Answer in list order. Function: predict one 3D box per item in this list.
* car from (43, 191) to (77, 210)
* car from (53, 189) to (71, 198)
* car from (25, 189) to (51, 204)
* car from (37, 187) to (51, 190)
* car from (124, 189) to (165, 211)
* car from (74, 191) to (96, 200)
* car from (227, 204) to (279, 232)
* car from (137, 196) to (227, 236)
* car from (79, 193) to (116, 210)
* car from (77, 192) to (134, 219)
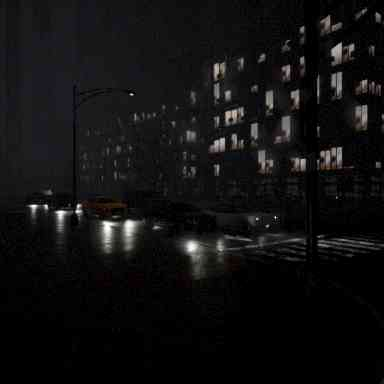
[{"bbox_3d":[-12.841,0.898,32.745,1.837,1.490,4.892,0,1,-38],"label":"car"},{"bbox_3d":[-25.553,0.244,65.148,1.882,1.535,5.008,0,1,-38],"label":"car"},{"bbox_3d":[-19.206,0.707,40.958,1.837,1.490,4.892,0,1,-37],"label":"car"},{"bbox_3d":[-28.559,-0.025,63.717,2.150,2.045,5.566,0,1,-38],"label":"car"},{"bbox_3d":[-3.583,0.810,26.195,2.150,2.045,5.566,0,1,-38],"label":"car"},{"bbox_3d":[-17.848,0.599,55.286,1.895,1.301,4.718,0,1,-38],"label":"car"},{"bbox_3d":[2.449,1.368,18.542,1.895,1.301,4.718,0,1,-39],"label":"car"},{"bbox_3d":[-0.719,1.231,17.286,1.882,1.535,5.008,0,1,-37],"label":"car"},{"bbox_3d":[-9.750,0.883,34.077,1.882,1.535,5.008,0,1,-38],"label":"car"},{"bbox_3d":[-6.565,1.058,24.732,1.882,1.535,5.008,0,1,-38],"label":"car"}]
